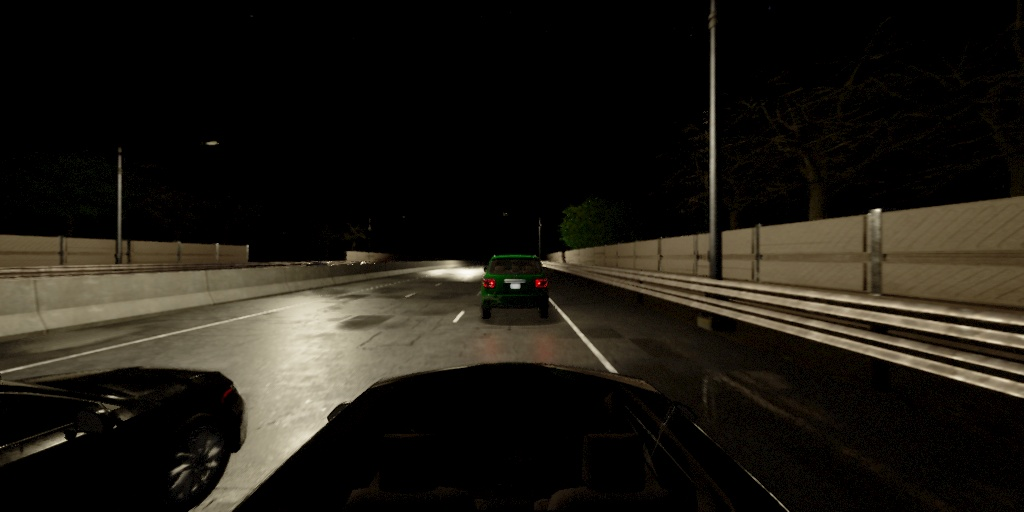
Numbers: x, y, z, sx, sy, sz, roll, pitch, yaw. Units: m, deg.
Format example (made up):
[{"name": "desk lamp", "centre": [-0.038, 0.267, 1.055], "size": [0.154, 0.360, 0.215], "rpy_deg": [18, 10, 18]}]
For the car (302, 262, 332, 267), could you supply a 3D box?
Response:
[{"name": "car", "centre": [-24.585, 1.413, 45.471], "size": [2.033, 1.411, 5.357], "rpy_deg": [0, 0, 0]}]

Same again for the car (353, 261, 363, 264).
[{"name": "car", "centre": [-21.089, 1.433, 48.790], "size": [2.033, 1.411, 5.357], "rpy_deg": [0, 0, 0]}]

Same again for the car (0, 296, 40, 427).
[{"name": "car", "centre": [-6.900, 1.254, 2.099], "size": [1.837, 1.490, 4.892], "rpy_deg": [0, 0, 0]}]

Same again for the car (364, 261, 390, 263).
[{"name": "car", "centre": [-17.583, 1.361, 48.311], "size": [1.882, 1.535, 5.008], "rpy_deg": [0, -1, 0]}]

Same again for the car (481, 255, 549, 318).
[{"name": "car", "centre": [0.098, 0.981, 13.234], "size": [2.150, 2.045, 5.566], "rpy_deg": [0, 0, 0]}]

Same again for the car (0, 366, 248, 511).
[{"name": "car", "centre": [-3.400, 1.255, 1.381], "size": [1.837, 1.490, 4.892], "rpy_deg": [0, 0, 0]}]
